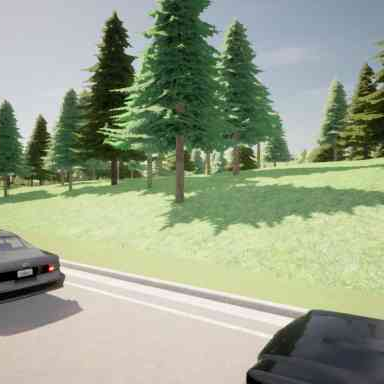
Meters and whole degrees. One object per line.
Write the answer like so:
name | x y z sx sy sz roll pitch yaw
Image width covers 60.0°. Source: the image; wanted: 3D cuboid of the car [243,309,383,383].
car | 2.680 1.601 2.079 4.718 1.301 1.895 0 0 36

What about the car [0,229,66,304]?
car | -5.138 1.547 7.639 5.357 1.411 2.033 0 0 36
